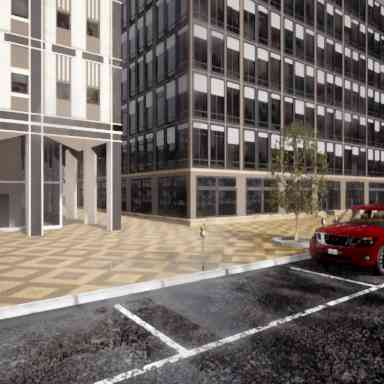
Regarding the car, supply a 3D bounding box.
[{"bbox_3d":[5.885,1.314,10.588,5.009,1.841,2.192,0,0,-36],"label":"car"}]
